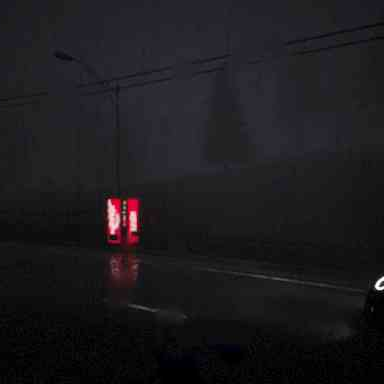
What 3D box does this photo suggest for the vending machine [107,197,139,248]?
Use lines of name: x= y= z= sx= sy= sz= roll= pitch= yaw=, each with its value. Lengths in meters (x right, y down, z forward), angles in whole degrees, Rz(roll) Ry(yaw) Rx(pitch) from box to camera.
vending machine: x=-2.980 y=1.257 z=14.429 sx=0.880 sy=2.100 sz=1.100 roll=0 pitch=0 yaw=29

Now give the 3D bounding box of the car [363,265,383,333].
car: x=4.909 y=1.338 z=4.513 sx=4.553 sy=1.767 sz=2.097 roll=-1 pitch=0 yaw=38
